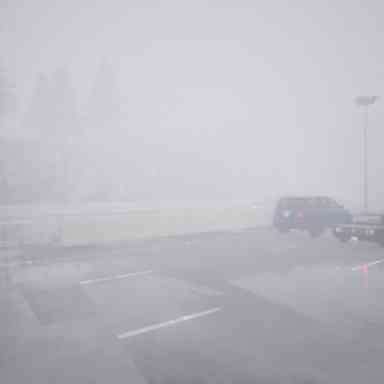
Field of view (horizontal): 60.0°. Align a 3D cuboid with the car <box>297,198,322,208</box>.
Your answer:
[{"bbox_3d":[17.413,1.634,49.079,1.895,1.301,4.718,0,0,40],"label":"car"}]

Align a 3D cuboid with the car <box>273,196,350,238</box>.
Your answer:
[{"bbox_3d":[6.689,1.233,18.108,5.566,2.045,2.150,0,0,-40],"label":"car"}]

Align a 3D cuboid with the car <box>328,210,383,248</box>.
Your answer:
[{"bbox_3d":[8.272,1.599,14.867,4.718,1.301,1.895,0,0,-40],"label":"car"}]

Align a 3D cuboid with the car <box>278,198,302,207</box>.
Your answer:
[{"bbox_3d":[15.386,1.649,52.069,1.895,1.301,4.718,0,0,40],"label":"car"}]

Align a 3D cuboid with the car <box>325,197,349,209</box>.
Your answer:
[{"bbox_3d":[20.889,1.541,47.782,1.812,1.442,4.674,0,0,40],"label":"car"}]
